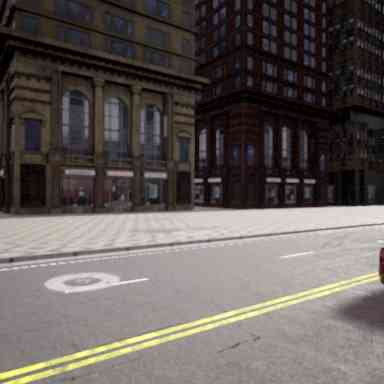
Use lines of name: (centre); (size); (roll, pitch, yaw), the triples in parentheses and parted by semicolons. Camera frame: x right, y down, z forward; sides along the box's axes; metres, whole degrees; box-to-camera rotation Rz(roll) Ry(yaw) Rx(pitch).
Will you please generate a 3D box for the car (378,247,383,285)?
car: (6.478, 1.555, 8.062); (5.008, 1.535, 1.882); (1, 0, -35)
